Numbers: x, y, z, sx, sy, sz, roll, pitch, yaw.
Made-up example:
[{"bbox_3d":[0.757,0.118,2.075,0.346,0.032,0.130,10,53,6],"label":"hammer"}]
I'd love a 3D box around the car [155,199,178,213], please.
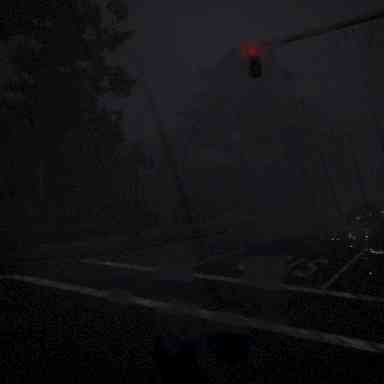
[{"bbox_3d":[-1.814,1.393,33.323,3.806,1.475,1.970,-1,0,36],"label":"car"}]

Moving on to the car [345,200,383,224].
[{"bbox_3d":[12.880,1.533,25.025,2.128,1.511,4.902,-1,0,35],"label":"car"}]

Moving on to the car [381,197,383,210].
[{"bbox_3d":[26.812,1.519,44.765,1.882,1.535,5.008,-1,-1,36],"label":"car"}]
